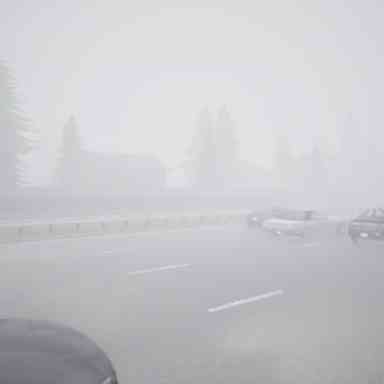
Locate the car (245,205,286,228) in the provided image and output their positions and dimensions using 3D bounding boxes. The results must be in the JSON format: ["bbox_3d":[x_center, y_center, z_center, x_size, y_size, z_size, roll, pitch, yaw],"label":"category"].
[{"bbox_3d":[5.262,1.502,20.399,4.181,1.385,1.994,0,0,-36],"label":"car"}]

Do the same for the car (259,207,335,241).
[{"bbox_3d":[5.765,1.546,16.459,4.718,1.301,1.895,0,0,-36],"label":"car"}]

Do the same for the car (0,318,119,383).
[{"bbox_3d":[-2.799,1.497,1.749,4.902,1.511,2.128,0,0,-36],"label":"car"}]

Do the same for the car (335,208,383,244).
[{"bbox_3d":[8.581,1.434,14.170,4.902,1.511,2.128,0,0,-36],"label":"car"}]
